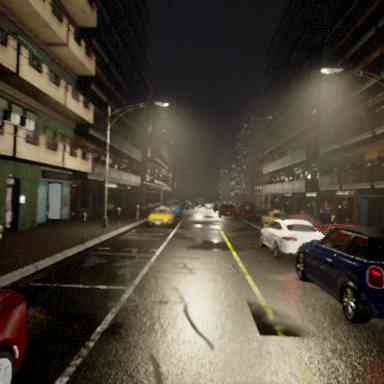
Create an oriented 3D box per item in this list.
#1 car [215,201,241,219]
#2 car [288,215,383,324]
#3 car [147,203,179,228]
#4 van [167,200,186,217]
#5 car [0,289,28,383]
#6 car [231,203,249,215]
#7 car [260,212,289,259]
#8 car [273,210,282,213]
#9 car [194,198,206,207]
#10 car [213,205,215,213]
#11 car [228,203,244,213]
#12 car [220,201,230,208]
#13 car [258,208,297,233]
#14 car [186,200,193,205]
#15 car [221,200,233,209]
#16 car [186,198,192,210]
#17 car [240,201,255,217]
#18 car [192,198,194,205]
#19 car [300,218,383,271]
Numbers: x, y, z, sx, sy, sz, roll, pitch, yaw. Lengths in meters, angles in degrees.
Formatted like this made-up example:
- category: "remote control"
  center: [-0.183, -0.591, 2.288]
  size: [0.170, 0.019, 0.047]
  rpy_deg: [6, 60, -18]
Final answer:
- category: "car"
  center: [3.843, 2.056, 36.478]
  size: [1.882, 1.535, 5.008]
  rpy_deg: [2, -1, 2]
- category: "car"
  center: [3.979, 1.576, 7.741]
  size: [2.097, 1.767, 4.553]
  rpy_deg: [2, -1, 1]
- category: "car"
  center: [-2.198, 1.748, 24.467]
  size: [1.752, 1.417, 4.829]
  rpy_deg: [2, -1, 1]
- category: "van"
  center: [-1.906, 1.722, 35.958]
  size: [1.690, 1.788, 3.998]
  rpy_deg: [2, -1, 1]
- category: "car"
  center: [-2.762, 1.479, 1.997]
  size: [1.887, 1.381, 4.507]
  rpy_deg: [2, -1, 1]
- category: "car"
  center: [6.743, 2.370, 47.037]
  size: [2.008, 1.369, 4.403]
  rpy_deg: [2, -1, 1]
- category: "car"
  center: [4.060, 1.825, 13.764]
  size: [1.812, 1.442, 4.674]
  rpy_deg: [2, -1, 1]
- category: "car"
  center: [6.036, 1.968, 18.744]
  size: [1.887, 1.381, 4.507]
  rpy_deg: [2, -1, 1]
- category: "car"
  center: [1.697, 2.234, 72.200]
  size: [2.150, 2.045, 5.566]
  rpy_deg: [2, -1, 1]
- category: "car"
  center: [4.109, 2.252, 49.007]
  size: [2.128, 1.511, 4.902]
  rpy_deg: [2, -1, 2]
- category: "car"
  center: [6.885, 2.453, 52.696]
  size: [2.008, 1.369, 4.403]
  rpy_deg: [2, -1, 1]
- category: "car"
  center: [7.449, 2.816, 75.331]
  size: [1.947, 1.339, 4.313]
  rpy_deg: [2, -1, 1]
- category: "car"
  center: [6.182, 2.026, 24.571]
  size: [1.752, 1.417, 4.829]
  rpy_deg: [2, -1, 1]
- category: "car"
  center: [-0.642, 2.743, 86.890]
  size: [1.802, 1.307, 4.206]
  rpy_deg: [2, -1, 1]
- category: "car"
  center: [7.312, 2.601, 69.676]
  size: [1.967, 1.590, 4.097]
  rpy_deg: [2, -1, 1]
- category: "car"
  center: [-1.485, 2.069, 52.935]
  size: [1.967, 1.590, 4.097]
  rpy_deg: [2, -1, 1]
- category: "car"
  center: [6.609, 2.052, 41.380]
  size: [2.192, 1.841, 5.009]
  rpy_deg: [2, -1, 1]
- category: "car"
  center: [-1.068, 2.410, 69.743]
  size: [1.752, 1.417, 4.829]
  rpy_deg: [2, -1, 1]
- category: "car"
  center: [5.895, 1.896, 13.081]
  size: [1.887, 1.381, 4.507]
  rpy_deg: [2, -1, 1]
